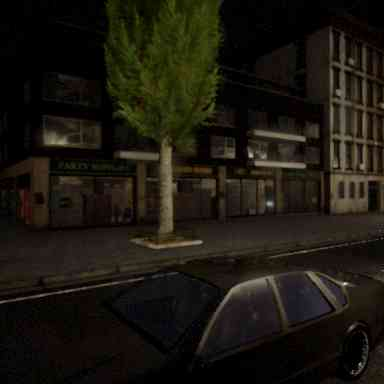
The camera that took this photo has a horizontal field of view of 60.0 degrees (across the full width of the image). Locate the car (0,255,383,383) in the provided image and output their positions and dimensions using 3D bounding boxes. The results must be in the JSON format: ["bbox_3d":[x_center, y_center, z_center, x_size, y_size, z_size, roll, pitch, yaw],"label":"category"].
[{"bbox_3d":[0.366,1.549,3.922,5.357,1.411,2.033,0,0,-35],"label":"car"}]
